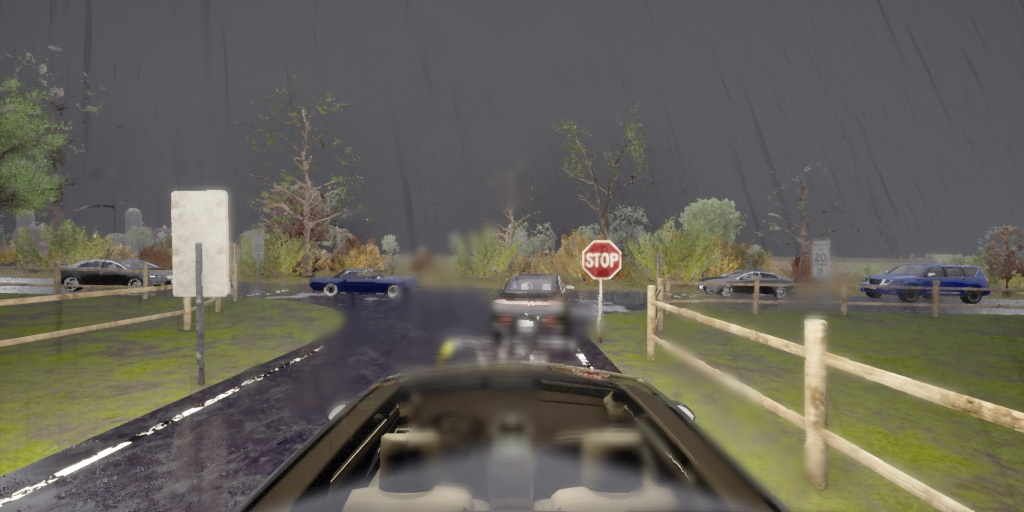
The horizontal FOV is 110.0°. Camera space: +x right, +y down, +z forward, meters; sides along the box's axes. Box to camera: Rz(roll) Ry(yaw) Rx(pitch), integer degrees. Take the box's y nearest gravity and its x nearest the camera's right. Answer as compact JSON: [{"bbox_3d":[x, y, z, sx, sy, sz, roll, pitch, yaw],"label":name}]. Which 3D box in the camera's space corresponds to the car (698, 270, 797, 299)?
[{"bbox_3d":[13.003,1.525,19.988,4.902,1.511,2.128,1,1,0],"label":"car"}]

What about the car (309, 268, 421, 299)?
[{"bbox_3d":[-6.823,1.248,17.059,4.718,1.301,1.895,1,1,0],"label":"car"}]

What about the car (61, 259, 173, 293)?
[{"bbox_3d":[-18.490,0.885,17.075,4.902,1.511,2.128,1,1,0],"label":"car"}]

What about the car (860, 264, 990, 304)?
[{"bbox_3d":[22.899,1.466,19.977,5.566,2.045,2.150,1,1,0],"label":"car"}]

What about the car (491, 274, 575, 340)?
[{"bbox_3d":[0.706,1.240,10.029,2.128,1.511,4.902,0,0,9],"label":"car"}]
